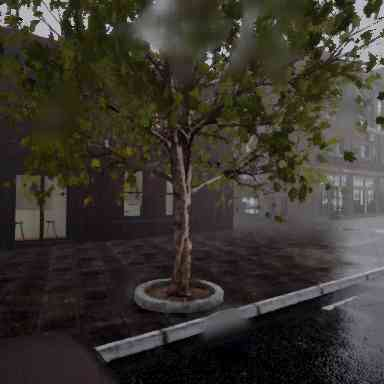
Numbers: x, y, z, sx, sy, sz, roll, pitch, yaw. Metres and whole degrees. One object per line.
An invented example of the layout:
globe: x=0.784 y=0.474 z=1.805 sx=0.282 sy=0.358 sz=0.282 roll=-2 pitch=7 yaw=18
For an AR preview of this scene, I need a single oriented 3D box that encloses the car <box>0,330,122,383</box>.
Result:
car: x=-2.765 y=1.547 z=1.130 sx=5.357 sy=1.411 sz=2.033 roll=0 pitch=0 yaw=-35
